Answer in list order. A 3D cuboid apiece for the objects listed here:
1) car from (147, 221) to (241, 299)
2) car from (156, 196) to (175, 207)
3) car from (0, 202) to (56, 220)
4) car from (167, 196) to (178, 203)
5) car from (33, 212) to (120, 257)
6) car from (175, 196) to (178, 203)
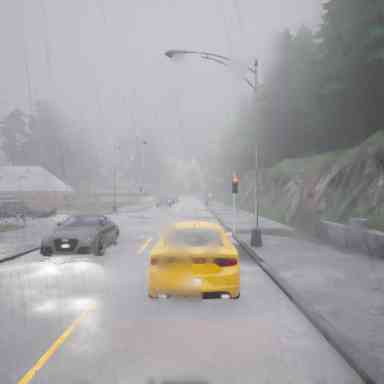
[{"bbox_3d":[0.061,1.478,8.490,1.882,1.535,5.008,0,0,1],"label":"car"},{"bbox_3d":[-4.047,1.352,49.457,2.097,1.767,4.553,0,0,0],"label":"car"},{"bbox_3d":[-14.146,1.547,27.669,5.357,1.411,2.033,0,0,0],"label":"car"},{"bbox_3d":[-3.938,1.564,68.785,1.994,1.385,4.181,0,0,1],"label":"car"},{"bbox_3d":[-4.094,1.564,12.775,1.994,1.385,4.181,0,0,0],"label":"car"},{"bbox_3d":[-4.020,1.564,58.776,1.994,1.385,4.181,0,0,0],"label":"car"}]
